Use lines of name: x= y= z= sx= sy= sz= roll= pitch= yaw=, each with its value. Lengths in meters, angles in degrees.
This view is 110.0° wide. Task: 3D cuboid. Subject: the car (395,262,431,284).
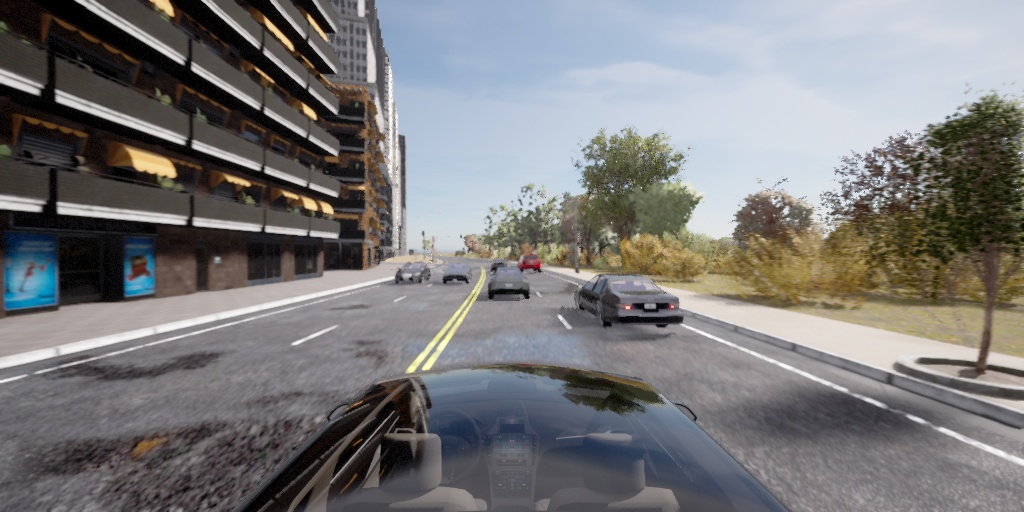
car: x=-7.110 y=1.177 z=26.125 sx=2.128 sy=1.511 sz=4.902 roll=0 pitch=0 yaw=-3

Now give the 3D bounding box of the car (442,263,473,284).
car: x=-3.860 y=1.205 z=26.171 sx=2.033 sy=1.411 sz=5.357 roll=0 pitch=0 yaw=-3

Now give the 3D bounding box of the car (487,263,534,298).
car: x=-0.193 y=1.247 z=17.857 sx=1.994 sy=1.385 sz=4.181 roll=0 pitch=0 yaw=-2

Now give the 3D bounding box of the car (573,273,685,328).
car: x=3.279 y=1.249 z=11.166 sx=2.033 sy=1.411 sz=5.357 roll=0 pitch=0 yaw=-1

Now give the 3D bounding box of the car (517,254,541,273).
car: x=1.865 y=0.797 z=39.860 sx=2.150 sy=2.045 sz=5.566 roll=0 pitch=0 yaw=-4

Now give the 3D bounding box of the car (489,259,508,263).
car: x=-1.509 y=1.084 z=41.169 sx=1.837 sy=1.490 sz=4.892 roll=0 pitch=0 yaw=-5
